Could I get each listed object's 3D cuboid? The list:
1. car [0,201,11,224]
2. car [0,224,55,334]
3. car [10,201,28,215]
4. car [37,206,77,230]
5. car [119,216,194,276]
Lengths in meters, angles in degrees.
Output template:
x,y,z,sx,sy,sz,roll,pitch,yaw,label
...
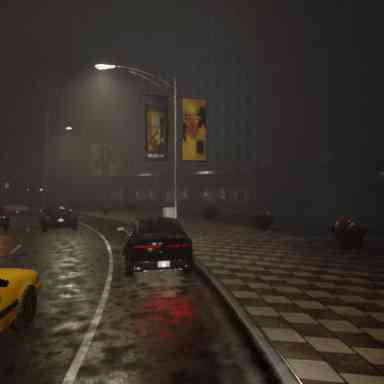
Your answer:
x,y,z,sx,sy,sz,roll,pitch,yaw,label
-11.839,1.514,19.620,1.812,1.442,4.674,0,0,-29,car
-3.364,1.453,3.733,1.801,1.575,5.366,0,0,-6,car
-18.300,1.583,33.151,4.718,1.301,1.895,0,0,41,car
-8.368,1.557,20.517,1.994,1.385,4.181,0,0,-28,car
-1.230,1.503,10.445,1.837,1.490,4.892,0,0,-13,car
